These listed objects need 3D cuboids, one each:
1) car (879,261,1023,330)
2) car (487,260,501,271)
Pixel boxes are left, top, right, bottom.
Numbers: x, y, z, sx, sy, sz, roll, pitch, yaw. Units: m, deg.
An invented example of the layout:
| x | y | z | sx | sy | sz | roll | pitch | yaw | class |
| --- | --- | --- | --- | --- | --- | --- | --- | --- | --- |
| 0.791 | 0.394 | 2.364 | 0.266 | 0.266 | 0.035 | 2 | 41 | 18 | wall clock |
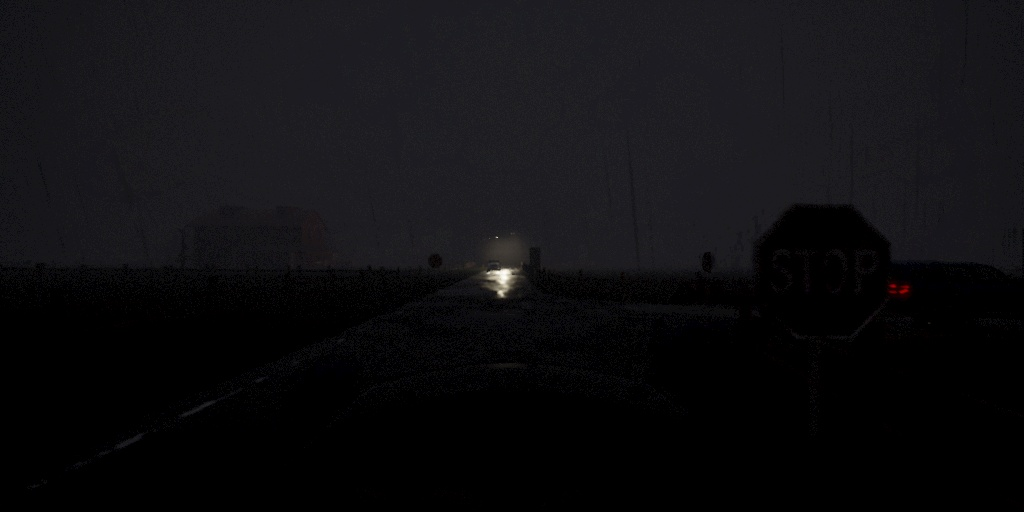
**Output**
| x | y | z | sx | sy | sz | roll | pitch | yaw | class |
| --- | --- | --- | --- | --- | --- | --- | --- | --- | --- |
| 13.907 | 1.187 | 11.529 | 5.566 | 2.045 | 2.150 | 0 | 0 | -1 | car |
| -3.174 | 1.646 | 63.189 | 2.150 | 2.045 | 5.566 | 0 | -1 | 0 | car |
